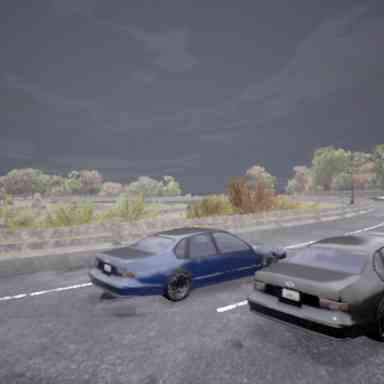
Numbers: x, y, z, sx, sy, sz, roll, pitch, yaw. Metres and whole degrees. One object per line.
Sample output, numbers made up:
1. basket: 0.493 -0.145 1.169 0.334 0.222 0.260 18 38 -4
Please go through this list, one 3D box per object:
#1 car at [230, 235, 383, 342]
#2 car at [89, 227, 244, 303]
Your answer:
1. car: 3.420 1.579 6.568 5.357 1.411 2.033 0 -1 -39
2. car: 0.217 1.621 8.471 5.357 1.411 2.033 0 -1 -39
